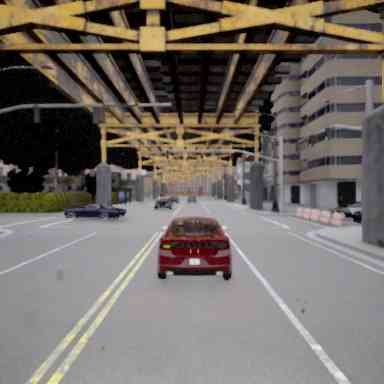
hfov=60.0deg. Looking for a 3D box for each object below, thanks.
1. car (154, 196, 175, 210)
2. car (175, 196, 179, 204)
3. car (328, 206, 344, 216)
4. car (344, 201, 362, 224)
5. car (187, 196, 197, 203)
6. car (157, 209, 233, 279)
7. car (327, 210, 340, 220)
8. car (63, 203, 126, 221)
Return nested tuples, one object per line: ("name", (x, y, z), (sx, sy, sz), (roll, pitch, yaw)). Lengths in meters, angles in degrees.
("car", (-3.588, 1.505, 42.086), (1.994, 1.385, 4.181), (0, 0, 0))
("car", (-3.502, 1.460, 63.890), (2.033, 1.411, 5.357), (0, 0, 0))
("car", (13.637, 1.279, 26.840), (4.536, 1.218, 1.853), (0, 0, 25))
("car", (13.263, 1.441, 22.703), (4.974, 1.542, 2.038), (0, 0, -20))
("car", (-0.001, 1.463, 64.711), (2.033, 1.411, 5.357), (0, 0, 0))
("car", (0.075, 1.466, 10.040), (1.882, 1.535, 5.008), (0, -1, 0))
("car", (13.589, 1.436, 26.862), (4.974, 1.542, 2.038), (0, 0, 25))
("car", (-7.780, 1.556, 26.542), (4.718, 1.301, 1.895), (0, 0, 14))
